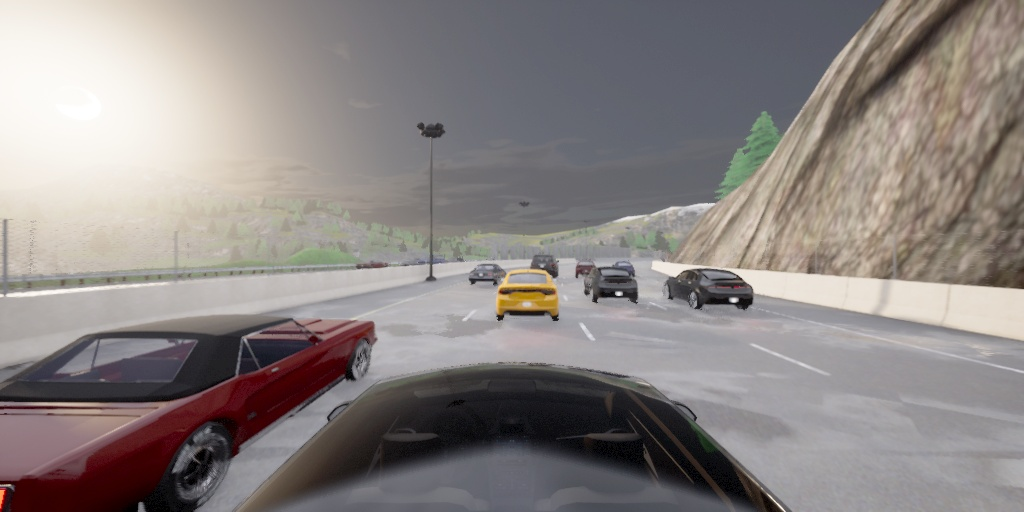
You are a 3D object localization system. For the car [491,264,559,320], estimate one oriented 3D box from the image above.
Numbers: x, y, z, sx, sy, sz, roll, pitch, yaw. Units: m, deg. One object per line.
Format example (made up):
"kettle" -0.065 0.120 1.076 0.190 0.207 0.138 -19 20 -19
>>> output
"car" 0.573 1.199 12.551 1.882 1.535 5.008 0 0 3

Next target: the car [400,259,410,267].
"car" -14.162 1.085 51.478 1.837 1.490 4.892 0 0 16

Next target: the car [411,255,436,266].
"car" -11.156 0.817 49.241 2.150 2.045 5.566 0 0 16

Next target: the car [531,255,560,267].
"car" 2.860 0.897 31.053 2.150 2.045 5.566 0 0 10

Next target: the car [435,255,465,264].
"car" -7.912 0.955 47.834 2.097 1.767 4.553 0 0 15

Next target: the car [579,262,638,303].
"car" 4.412 1.224 16.508 1.837 1.490 4.892 0 0 5

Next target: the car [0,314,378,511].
"car" -3.315 1.336 4.203 1.895 1.301 4.718 0 0 1

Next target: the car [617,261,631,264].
"car" 10.678 1.210 34.508 1.812 1.442 4.674 0 0 12

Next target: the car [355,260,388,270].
"car" -18.729 1.179 47.955 1.895 1.301 4.718 0 0 14

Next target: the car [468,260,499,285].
"car" -1.624 1.228 25.327 2.033 1.411 5.357 0 0 8

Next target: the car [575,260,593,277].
"car" 7.026 1.154 34.102 1.882 1.535 5.008 0 0 11

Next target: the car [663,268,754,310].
"car" 7.752 1.237 14.615 1.837 1.490 4.892 0 0 5
